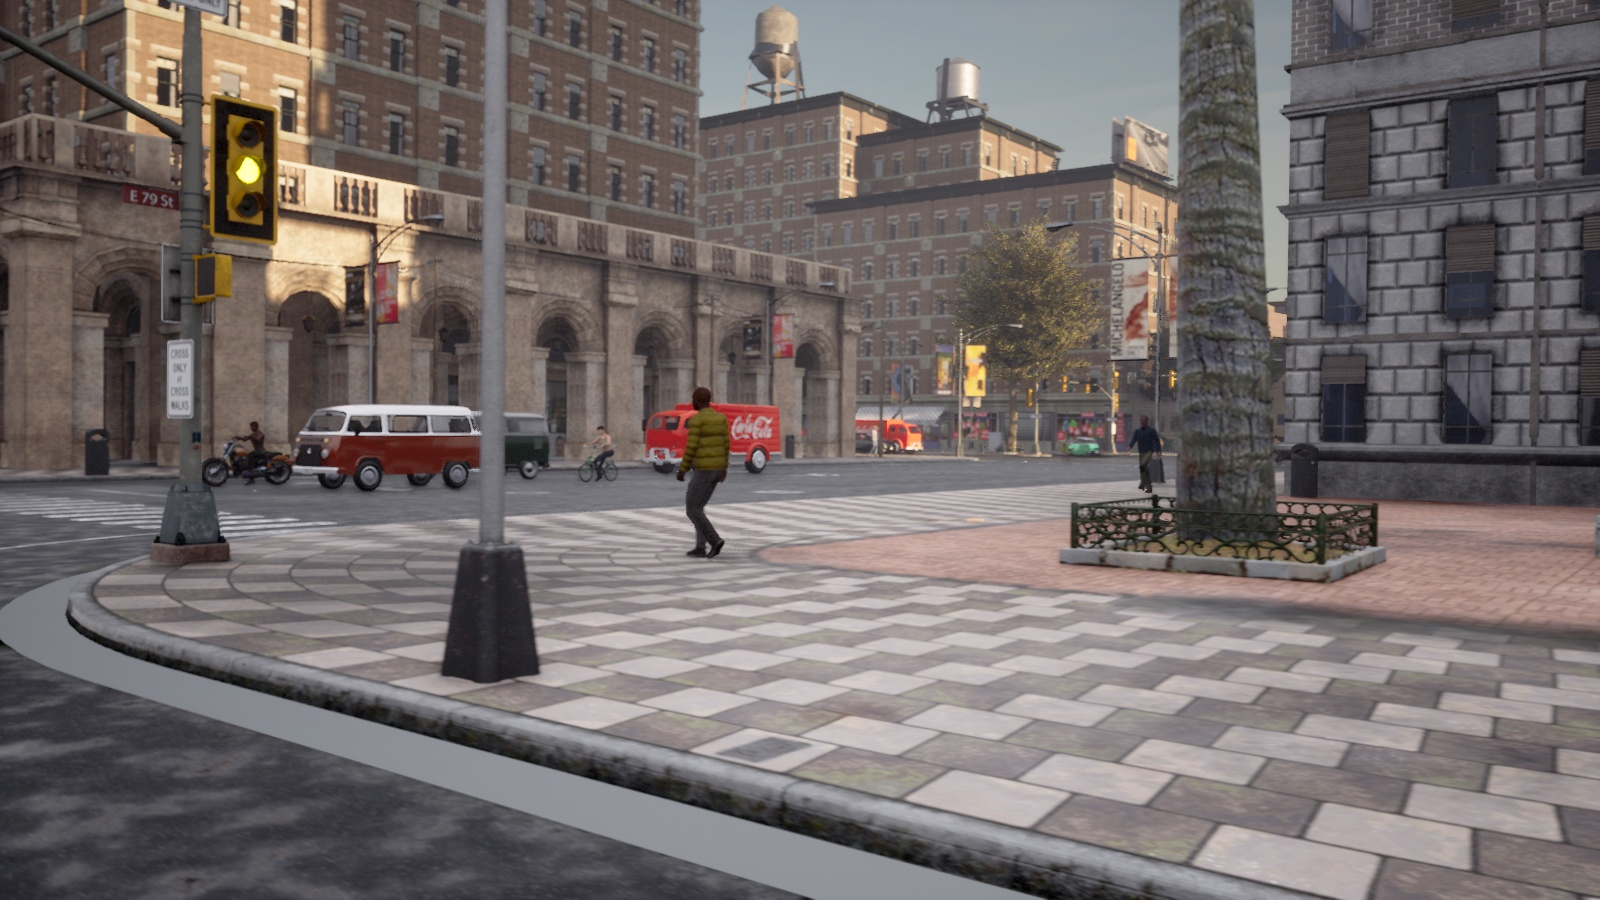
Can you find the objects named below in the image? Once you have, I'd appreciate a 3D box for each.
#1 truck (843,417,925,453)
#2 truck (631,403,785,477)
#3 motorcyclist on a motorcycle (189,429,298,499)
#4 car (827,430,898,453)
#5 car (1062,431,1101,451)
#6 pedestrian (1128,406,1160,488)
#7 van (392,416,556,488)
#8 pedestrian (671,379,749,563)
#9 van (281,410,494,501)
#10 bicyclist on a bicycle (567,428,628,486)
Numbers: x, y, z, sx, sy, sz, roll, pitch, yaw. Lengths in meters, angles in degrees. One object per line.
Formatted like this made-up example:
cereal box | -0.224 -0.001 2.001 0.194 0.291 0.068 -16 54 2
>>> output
truck | 5.930 -1.074 89.000 5.204 2.467 2.627 0 1 38
truck | -3.206 -0.376 44.620 2.627 2.467 5.204 0 1 38
motorcyclist on a motorcycle | -13.695 0.325 30.994 0.766 1.649 2.350 0 1 38
car | 4.279 -0.585 85.890 4.514 1.525 2.007 0 1 38
car | 19.674 -0.605 87.929 1.481 1.376 2.207 -1 1 -41
pedestrian | 7.872 -0.075 28.726 0.402 1.842 0.726 0 1 43
van | -9.417 0.019 36.582 1.775 1.987 4.442 0 1 39
pedestrian | -0.927 0.209 12.913 0.726 1.835 0.370 0 1 37
van | -9.870 0.082 30.360 2.069 2.038 4.480 0 1 38
bicyclist on a bicycle | -5.736 0.192 35.678 0.866 1.612 1.509 0 1 38
